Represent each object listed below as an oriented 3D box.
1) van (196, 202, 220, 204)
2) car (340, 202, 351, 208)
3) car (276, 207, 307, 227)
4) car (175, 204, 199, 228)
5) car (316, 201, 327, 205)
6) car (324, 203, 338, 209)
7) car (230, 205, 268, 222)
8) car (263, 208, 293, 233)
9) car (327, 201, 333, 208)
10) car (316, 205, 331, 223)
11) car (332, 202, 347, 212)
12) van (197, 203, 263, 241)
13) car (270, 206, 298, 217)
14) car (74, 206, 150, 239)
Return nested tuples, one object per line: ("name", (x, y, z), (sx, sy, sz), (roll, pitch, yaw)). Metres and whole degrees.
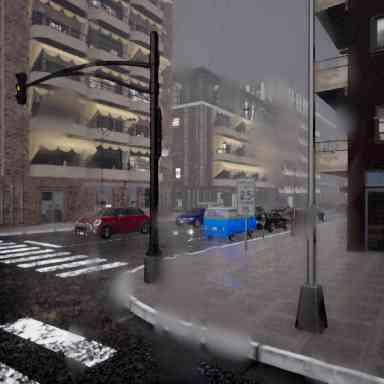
("van", (1.699, 1.903, 32.695), (1.690, 1.788, 3.998), (-1, -2, 35))
("car", (40.132, 3.375, 86.722), (1.752, 1.417, 4.829), (-1, -2, 35))
("car", (8.532, 2.158, 27.893), (1.802, 1.307, 4.206), (-1, -2, 35))
("car", (0.610, 1.985, 26.659), (1.812, 1.442, 4.674), (0, -1, 36))
("car", (24.175, 2.889, 64.287), (1.802, 1.307, 4.206), (-1, -2, 35))
("car", (30.597, 3.064, 73.315), (1.887, 1.381, 4.507), (-1, -2, 35))
("car", (5.933, 2.140, 34.136), (1.837, 1.490, 4.892), (0, -1, 35))
("car", (5.322, 2.035, 23.380), (1.947, 1.339, 4.313), (-1, -2, 35))
("car", (27.385, 2.728, 68.807), (2.192, 1.841, 5.009), (-1, -2, 35))
("car", (11.743, 2.233, 32.409), (2.008, 1.369, 4.403), (-1, -2, 35))
("car", (25.948, 2.723, 56.769), (1.837, 1.490, 4.892), (0, -1, 36))
("van", (2.248, 1.704, 18.773), (1.690, 1.788, 3.998), (-1, -2, 35))
("car", (11.704, 2.427, 42.203), (1.895, 1.301, 4.718), (0, -1, 36))
("car", (-4.530, 1.639, 19.396), (2.097, 1.767, 4.553), (0, -1, 35))
